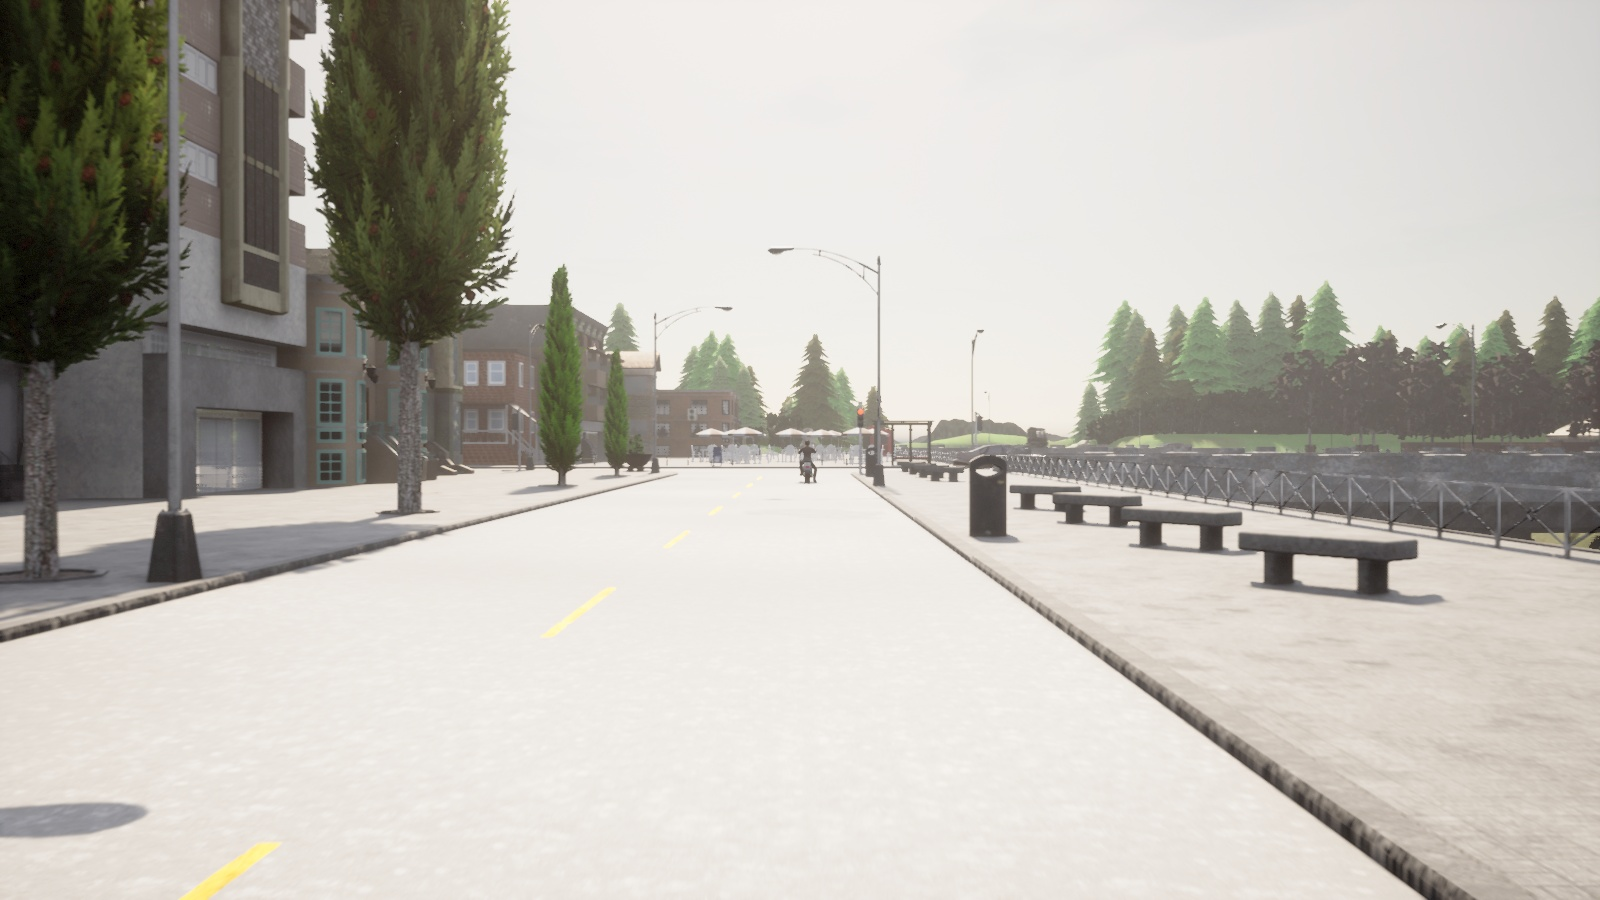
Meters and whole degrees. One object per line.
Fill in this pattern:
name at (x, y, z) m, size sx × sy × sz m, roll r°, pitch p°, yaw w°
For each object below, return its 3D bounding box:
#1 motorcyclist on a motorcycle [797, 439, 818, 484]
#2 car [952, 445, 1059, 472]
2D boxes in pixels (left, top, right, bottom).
motorcyclist on a motorcycle at (0.277, 0.431, 47.235) m, size 0.766 × 1.649 × 2.350 m, roll 0°, pitch 0°, yaw 0°
car at (10.881, 0.427, 66.749) m, size 5.357 × 1.411 × 2.033 m, roll 0°, pitch 0°, yaw 1°
